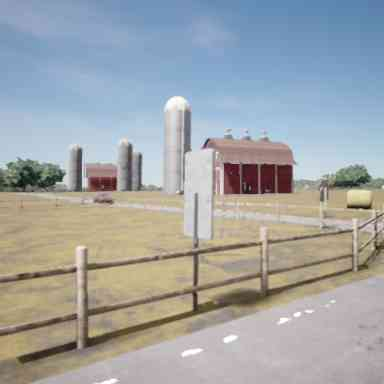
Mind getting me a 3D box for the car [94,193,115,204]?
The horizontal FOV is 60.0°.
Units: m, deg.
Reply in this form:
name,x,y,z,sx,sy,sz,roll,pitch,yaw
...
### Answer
name,x,y,z,sx,sy,sz,roll,pitch,yaw
car,-14.039,0.952,53.228,2.097,1.767,4.553,1,0,-35
